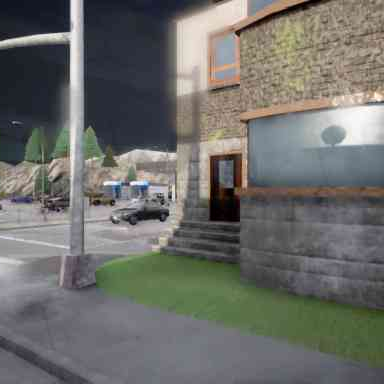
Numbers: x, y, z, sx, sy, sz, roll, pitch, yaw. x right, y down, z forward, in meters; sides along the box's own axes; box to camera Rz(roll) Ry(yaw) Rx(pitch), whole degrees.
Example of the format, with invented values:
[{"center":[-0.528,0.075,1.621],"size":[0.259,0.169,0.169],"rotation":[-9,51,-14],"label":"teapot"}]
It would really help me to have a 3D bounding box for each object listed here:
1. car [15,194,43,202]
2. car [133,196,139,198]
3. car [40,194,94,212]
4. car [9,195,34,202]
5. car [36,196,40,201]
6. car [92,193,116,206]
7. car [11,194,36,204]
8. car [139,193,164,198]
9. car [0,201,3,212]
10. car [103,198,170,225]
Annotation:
[{"center":[-36.223,1.346,74.062],"size":[2.152,1.636,5.027],"rotation":[0,0,35],"label":"car"},{"center":[-8.202,1.376,54.355],"size":[1.970,1.475,3.806],"rotation":[0,0,35],"label":"car"},{"center":[-13.159,1.313,35.223],"size":[2.007,1.523,4.514],"rotation":[0,0,35],"label":"car"},{"center":[-38.816,1.355,75.828],"size":[2.007,1.523,4.514],"rotation":[0,0,35],"label":"car"},{"center":[-22.827,1.313,55.167],"size":[2.007,1.523,4.514],"rotation":[0,0,35],"label":"car"},{"center":[-13.059,1.113,47.405],"size":[1.932,1.855,4.605],"rotation":[0,0,35],"label":"car"},{"center":[-30.968,1.335,60.963],"size":[1.845,1.501,3.633],"rotation":[0,0,35],"label":"car"},{"center":[-5.838,1.092,51.939],"size":[1.905,1.878,3.866],"rotation":[0,0,35],"label":"car"},{"center":[-20.215,1.247,31.575],"size":[1.970,1.475,3.806],"rotation":[0,0,35],"label":"car"},{"center":[-3.408,1.349,22.453],"size":[1.812,1.442,4.674],"rotation":[0,0,35],"label":"car"}]
